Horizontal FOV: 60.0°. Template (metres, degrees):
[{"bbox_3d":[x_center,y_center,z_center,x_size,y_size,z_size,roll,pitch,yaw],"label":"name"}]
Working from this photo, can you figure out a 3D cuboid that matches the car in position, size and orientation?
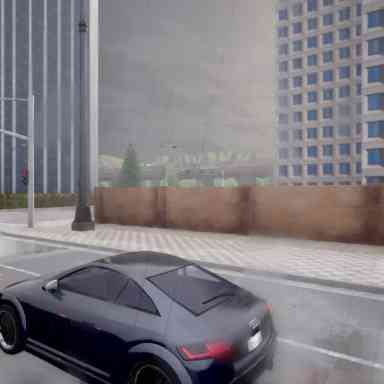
[{"bbox_3d":[-0.977,1.564,4.700,4.181,1.385,1.994,0,0,35],"label":"car"}]
